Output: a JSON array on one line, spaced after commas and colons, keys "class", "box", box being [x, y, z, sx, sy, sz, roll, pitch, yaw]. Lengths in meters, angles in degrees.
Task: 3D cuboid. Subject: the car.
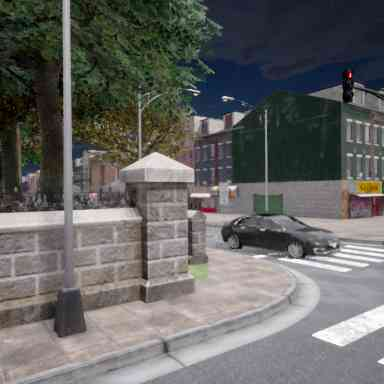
[{"class": "car", "box": [3.300, 1.634, 13.242, 1.837, 1.490, 4.892, -1, 0, -41]}]
